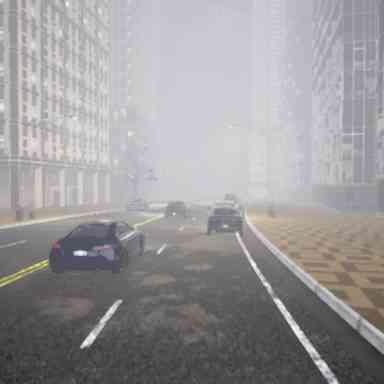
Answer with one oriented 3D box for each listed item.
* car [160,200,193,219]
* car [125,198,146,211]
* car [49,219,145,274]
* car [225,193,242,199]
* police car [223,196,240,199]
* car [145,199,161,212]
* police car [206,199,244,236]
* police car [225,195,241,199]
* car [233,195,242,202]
[{"bbox_3d":[-1.121,1.488,29.011,1.837,1.490,4.892,0,0,7],"label":"car"},{"bbox_3d":[-6.329,1.456,39.340,1.837,1.490,4.892,0,0,10],"label":"car"},{"bbox_3d":[-2.781,1.555,10.596,1.994,1.385,4.181,0,0,3],"label":"car"},{"bbox_3d":[6.212,1.213,52.159,2.150,2.045,5.566,0,0,12],"label":"car"},{"bbox_3d":[2.858,1.423,28.155,1.930,1.638,5.238,0,0,7],"label":"police car"},{"bbox_3d":[-3.377,1.567,37.394,1.895,1.301,4.718,0,0,10],"label":"car"},{"bbox_3d":[1.814,1.424,18.457,1.930,1.638,5.238,0,0,5],"label":"police car"},{"bbox_3d":[3.681,1.423,33.949,1.930,1.638,5.238,0,0,9],"label":"police car"},{"bbox_3d":[9.560,1.350,70.383,1.812,1.442,4.674,0,0,8],"label":"car"}]
